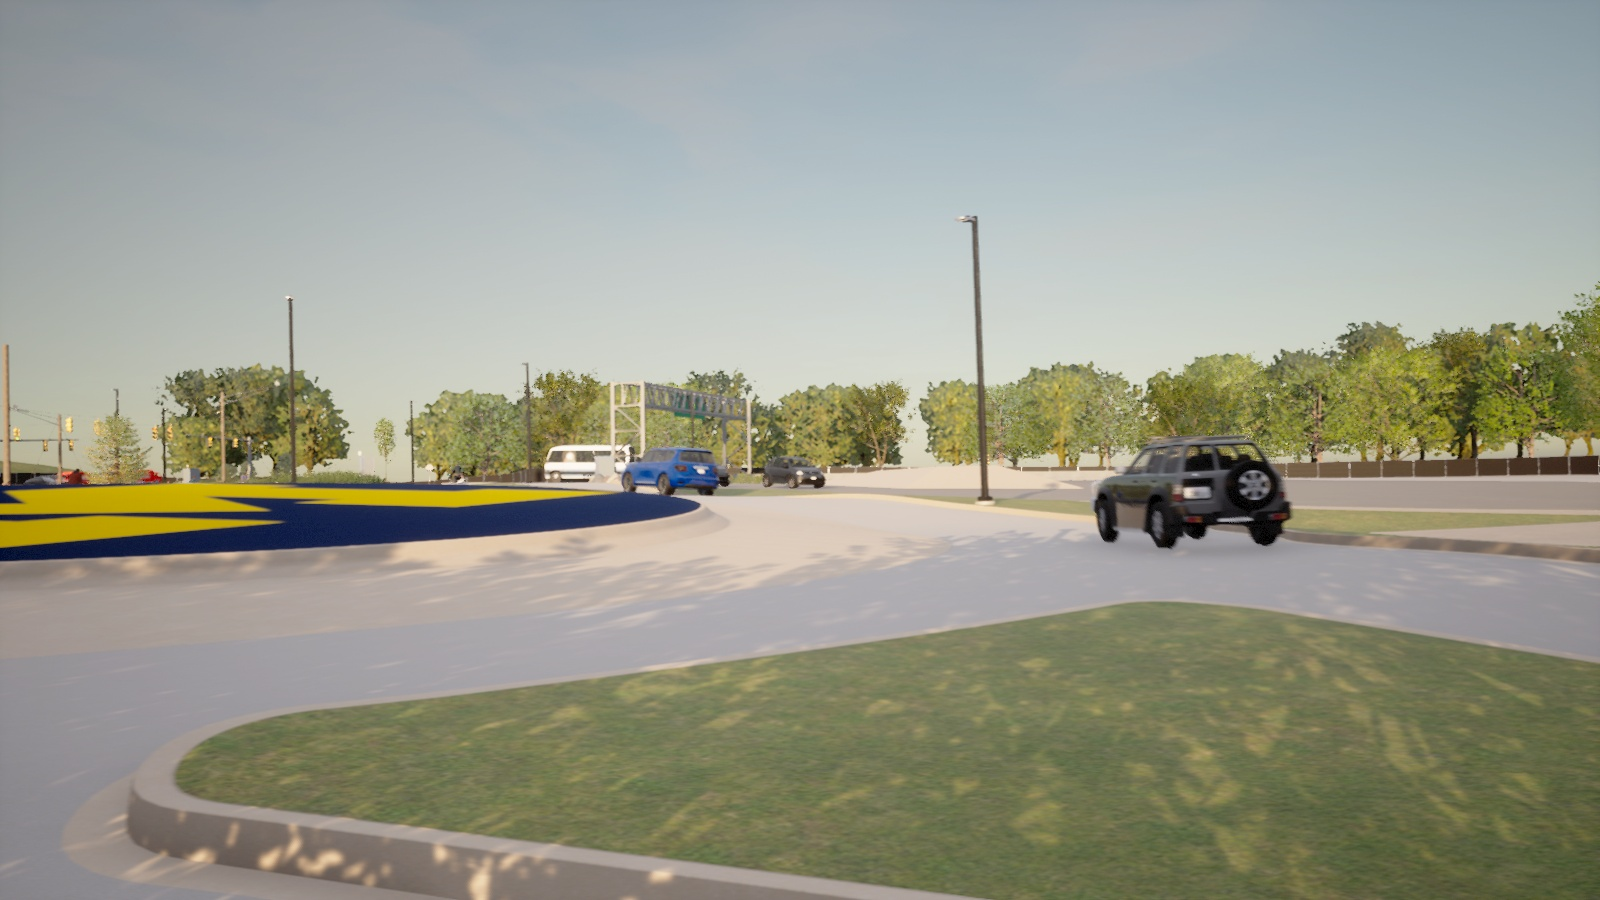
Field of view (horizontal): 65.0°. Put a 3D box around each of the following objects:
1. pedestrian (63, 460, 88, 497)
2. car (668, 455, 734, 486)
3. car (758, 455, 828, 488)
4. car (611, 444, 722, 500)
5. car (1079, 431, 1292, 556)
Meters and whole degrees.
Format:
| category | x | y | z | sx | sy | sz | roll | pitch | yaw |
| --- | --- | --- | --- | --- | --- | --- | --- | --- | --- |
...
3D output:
| category | x | y | z | sx | sy | sz | roll | pitch | yaw |
| --- | --- | --- | --- | --- | --- | --- | --- | --- | --- |
| pedestrian | -36.829 | 1.457 | 63.850 | 0.634 | 1.844 | 0.899 | -2 | -2 | 14 |
| car | -5.231 | 1.077 | 65.538 | 2.007 | 1.525 | 4.514 | 1 | -1 | -24 |
| car | -0.388 | 1.089 | 64.080 | 1.851 | 1.617 | 3.988 | 1 | 0 | -30 |
| car | -5.622 | 0.874 | 52.310 | 2.150 | 2.045 | 5.566 | 5 | -2 | -33 |
| car | 6.427 | 0.737 | 21.573 | 1.932 | 1.855 | 4.605 | -1 | -2 | -4 |
